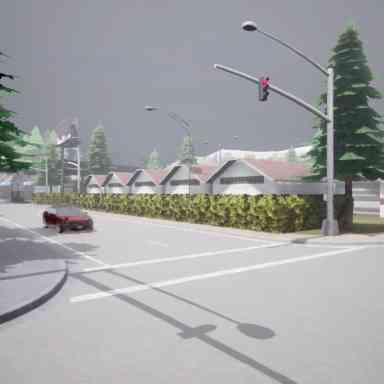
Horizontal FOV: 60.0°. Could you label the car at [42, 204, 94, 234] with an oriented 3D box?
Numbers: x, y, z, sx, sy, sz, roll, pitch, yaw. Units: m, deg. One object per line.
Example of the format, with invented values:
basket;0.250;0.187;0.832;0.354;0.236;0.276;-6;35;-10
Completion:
car;-7.396;1.539;19.589;1.882;1.535;5.008;0;1;-37
